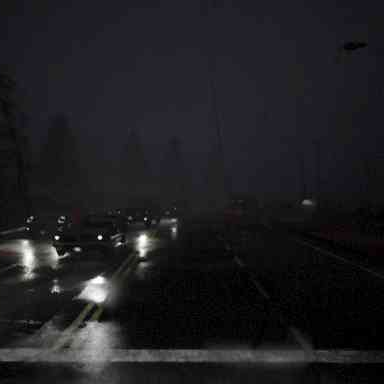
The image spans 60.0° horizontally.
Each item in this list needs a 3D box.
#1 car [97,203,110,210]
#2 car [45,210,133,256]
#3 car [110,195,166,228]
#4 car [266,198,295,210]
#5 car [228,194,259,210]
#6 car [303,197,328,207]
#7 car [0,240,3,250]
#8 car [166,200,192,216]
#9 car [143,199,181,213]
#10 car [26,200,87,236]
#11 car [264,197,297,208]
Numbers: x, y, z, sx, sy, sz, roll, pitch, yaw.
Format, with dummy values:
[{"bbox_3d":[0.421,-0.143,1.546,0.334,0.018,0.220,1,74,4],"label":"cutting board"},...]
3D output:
[{"bbox_3d":[-6.480,1.571,28.289,2.033,1.411,5.357,0,0,11],"label":"car"},{"bbox_3d":[-3.837,1.614,13.323,1.895,1.301,4.718,0,0,-1],"label":"car"},{"bbox_3d":[-3.516,1.237,23.021,2.150,2.045,5.566,0,0,5],"label":"car"},{"bbox_3d":[11.667,1.592,42.925,1.895,1.301,4.718,0,0,37],"label":"car"},{"bbox_3d":[6.550,1.223,42.239,2.150,2.045,5.566,0,0,35],"label":"car"},{"bbox_3d":[18.545,1.505,50.058,4.674,1.442,1.812,0,0,-36],"label":"car"},{"bbox_3d":[-7.272,1.566,8.899,2.033,1.411,5.357,0,0,-1],"label":"car"},{"bbox_3d":[-1.554,1.616,32.843,1.895,1.301,4.718,0,0,18],"label":"car"},{"bbox_3d":[-3.334,1.568,38.209,2.033,1.411,5.357,0,0,23],"label":"car"},{"bbox_3d":[-7.201,1.373,18.374,2.097,1.767,4.553,0,0,1],"label":"car"},{"bbox_3d":[13.481,1.538,50.399,5.357,1.411,2.033,0,0,-39],"label":"car"}]
